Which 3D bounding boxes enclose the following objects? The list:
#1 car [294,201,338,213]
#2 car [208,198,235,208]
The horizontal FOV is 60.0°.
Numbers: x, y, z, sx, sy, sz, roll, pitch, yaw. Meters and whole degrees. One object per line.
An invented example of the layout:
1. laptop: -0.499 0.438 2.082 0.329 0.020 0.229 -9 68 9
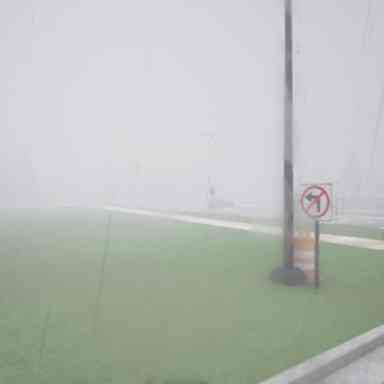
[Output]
1. car: 12.679 1.506 34.693 1.837 1.490 4.892 0 0 -35
2. car: 4.127 1.566 47.091 1.994 1.385 4.181 0 0 -35
